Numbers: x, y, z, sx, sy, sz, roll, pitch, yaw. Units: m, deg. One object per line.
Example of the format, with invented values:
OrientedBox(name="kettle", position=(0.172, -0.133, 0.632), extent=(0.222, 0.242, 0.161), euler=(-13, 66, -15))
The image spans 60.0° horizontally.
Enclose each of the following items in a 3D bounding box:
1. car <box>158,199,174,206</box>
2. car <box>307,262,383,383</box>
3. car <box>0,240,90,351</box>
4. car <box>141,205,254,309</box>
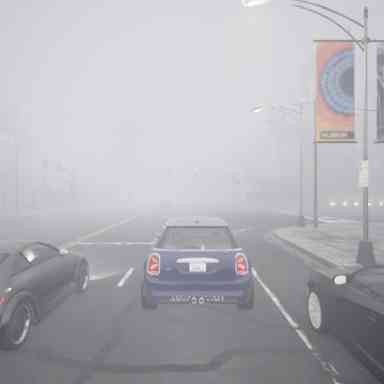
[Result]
OrientedBox(name="car", position=(-3.395, 1.597, 43.432), extent=(2.033, 1.411, 5.357), euler=(0, 0, 0))
OrientedBox(name="car", position=(2.900, 1.484, 3.737), extent=(2.097, 1.535, 5.008), euler=(0, 0, 0))
OrientedBox(name="car", position=(-3.400, 1.571, 6.201), extent=(1.994, 1.385, 4.181), euler=(0, 0, 0))
OrientedBox(name="car", position=(0.100, 1.361, 8.021), extent=(2.097, 1.767, 4.553), euler=(0, 0, 0))
